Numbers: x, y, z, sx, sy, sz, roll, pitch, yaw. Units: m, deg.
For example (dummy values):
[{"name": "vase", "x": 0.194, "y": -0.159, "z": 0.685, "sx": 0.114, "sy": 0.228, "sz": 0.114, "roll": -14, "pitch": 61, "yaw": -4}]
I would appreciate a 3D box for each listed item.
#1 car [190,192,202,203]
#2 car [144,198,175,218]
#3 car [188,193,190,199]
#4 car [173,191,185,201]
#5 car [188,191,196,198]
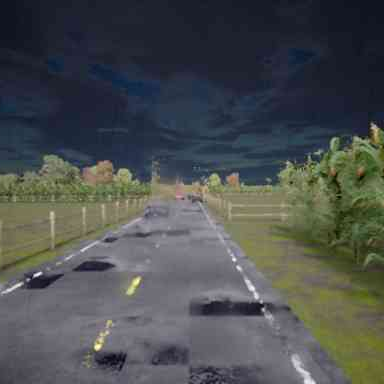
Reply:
[{"name": "car", "x": 0.954, "y": 1.227, "z": 61.320, "sx": 1.837, "sy": 1.490, "sz": 4.892, "roll": 0, "pitch": 0, "yaw": 0}, {"name": "car", "x": -2.853, "y": 1.426, "z": 28.548, "sx": 2.033, "sy": 1.411, "sz": 5.357, "roll": 0, "pitch": 0, "yaw": 0}, {"name": "car", "x": -0.009, "y": 0.963, "z": 79.960, "sx": 1.812, "sy": 1.442, "sz": 4.674, "roll": 0, "pitch": 0, "yaw": 0}, {"name": "car", "x": -2.759, "y": 0.897, "z": 70.853, "sx": 2.150, "sy": 2.045, "sz": 5.566, "roll": 0, "pitch": 0, "yaw": 0}, {"name": "car", "x": -0.010, "y": 0.752, "z": 93.195, "sx": 2.097, "sy": 1.767, "sz": 4.553, "roll": 0, "pitch": 0, "yaw": 0}]
